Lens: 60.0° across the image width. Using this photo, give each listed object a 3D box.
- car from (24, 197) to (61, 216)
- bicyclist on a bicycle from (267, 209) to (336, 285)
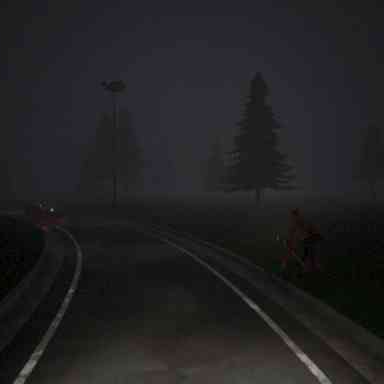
[{"bbox_3d":[-12.516,1.162,27.837,1.812,1.442,4.674,-1,1,-41],"label":"car"},{"bbox_3d":[2.402,1.186,7.250,1.656,1.620,0.582,-1,1,-11],"label":"bicyclist on a bicycle"}]
